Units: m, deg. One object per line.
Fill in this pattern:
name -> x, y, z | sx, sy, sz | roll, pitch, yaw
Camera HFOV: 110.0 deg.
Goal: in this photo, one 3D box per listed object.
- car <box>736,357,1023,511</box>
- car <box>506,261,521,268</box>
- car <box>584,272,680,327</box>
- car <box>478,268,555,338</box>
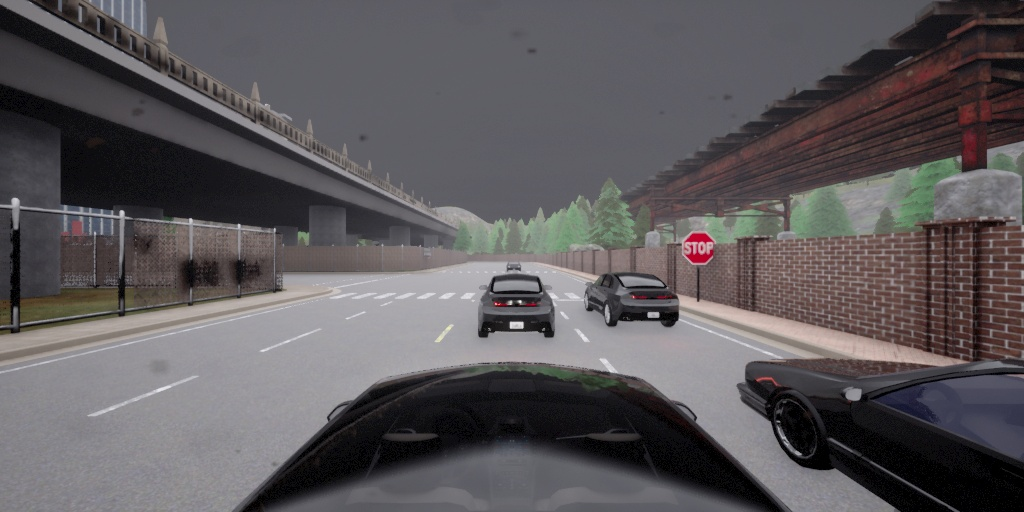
car -> 3.600, 1.297, 1.798 | 2.033, 1.411, 5.357 | 0, 0, 0
car -> 0.222, 1.351, 46.351 | 1.895, 1.301, 4.718 | 0, 0, -1
car -> 3.608, 1.255, 11.545 | 1.837, 1.490, 4.892 | 0, 0, 0
car -> 0.105, 1.255, 10.188 | 1.837, 1.490, 4.892 | 0, 0, 0
